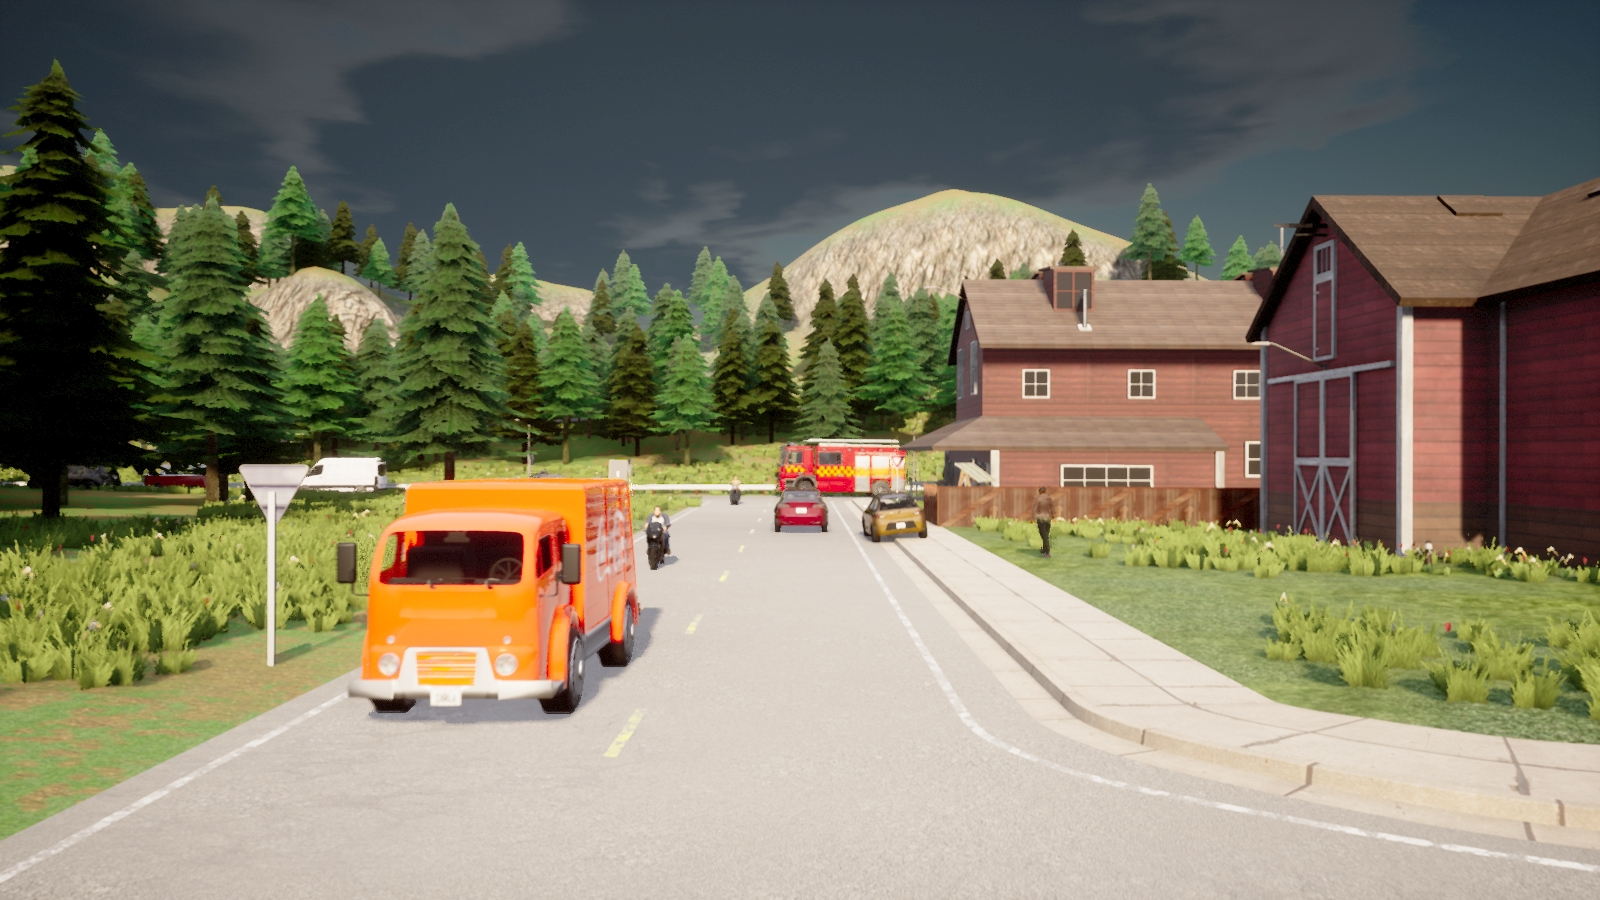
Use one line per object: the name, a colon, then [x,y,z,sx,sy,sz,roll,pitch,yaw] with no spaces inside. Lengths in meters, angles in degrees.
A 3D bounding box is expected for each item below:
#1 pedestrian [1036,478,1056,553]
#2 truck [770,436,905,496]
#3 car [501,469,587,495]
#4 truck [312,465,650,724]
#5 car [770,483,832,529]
pedestrian: [6.212,1.653,28.905,0.375,1.860,0.375,0,0,-10]
truck: [2.416,1.090,75.408,8.468,3.827,2.891,1,-1,-8]
car: [-17.063,2.127,76.305,5.238,1.638,2.097,0,0,0]
truck: [-3.483,1.454,13.840,2.627,2.467,5.204,0,0,0]
car: [0.045,2.042,42.539,2.163,1.488,4.792,0,0,0]
